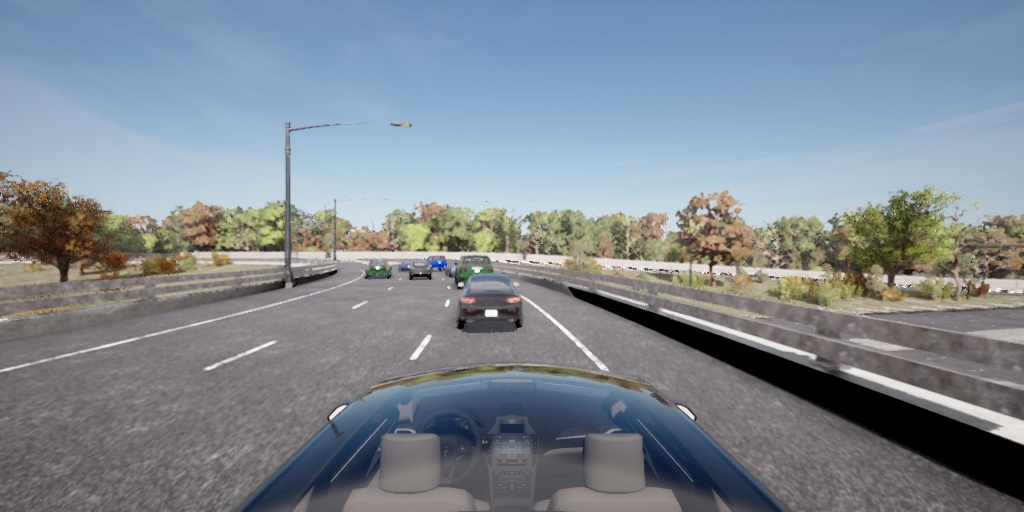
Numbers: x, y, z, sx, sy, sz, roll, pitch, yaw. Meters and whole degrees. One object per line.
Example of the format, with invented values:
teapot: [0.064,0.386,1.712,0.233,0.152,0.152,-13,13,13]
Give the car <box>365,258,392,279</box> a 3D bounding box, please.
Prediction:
car: [-12.166,1.071,32.875,2.097,1.767,4.553,0,0,-17]

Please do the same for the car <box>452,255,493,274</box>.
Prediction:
car: [-2.492,0.943,23.026,2.150,2.045,5.566,0,0,-11]

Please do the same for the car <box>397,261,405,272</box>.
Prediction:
car: [-13.483,1.265,45.927,1.994,1.385,4.181,0,0,-24]

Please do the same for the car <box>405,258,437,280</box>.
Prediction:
car: [-8.100,1.208,31.552,2.128,1.511,4.902,0,0,-16]

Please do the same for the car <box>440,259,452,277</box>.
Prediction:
car: [-5.433,1.256,34.803,2.033,1.411,5.357,0,0,-17]

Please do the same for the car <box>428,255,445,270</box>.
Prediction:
car: [-10.025,0.918,46.838,2.150,2.045,5.566,0,0,-24]

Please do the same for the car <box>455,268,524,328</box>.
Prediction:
car: [-0.723,1.263,11.262,1.812,1.442,4.674,0,0,-5]
